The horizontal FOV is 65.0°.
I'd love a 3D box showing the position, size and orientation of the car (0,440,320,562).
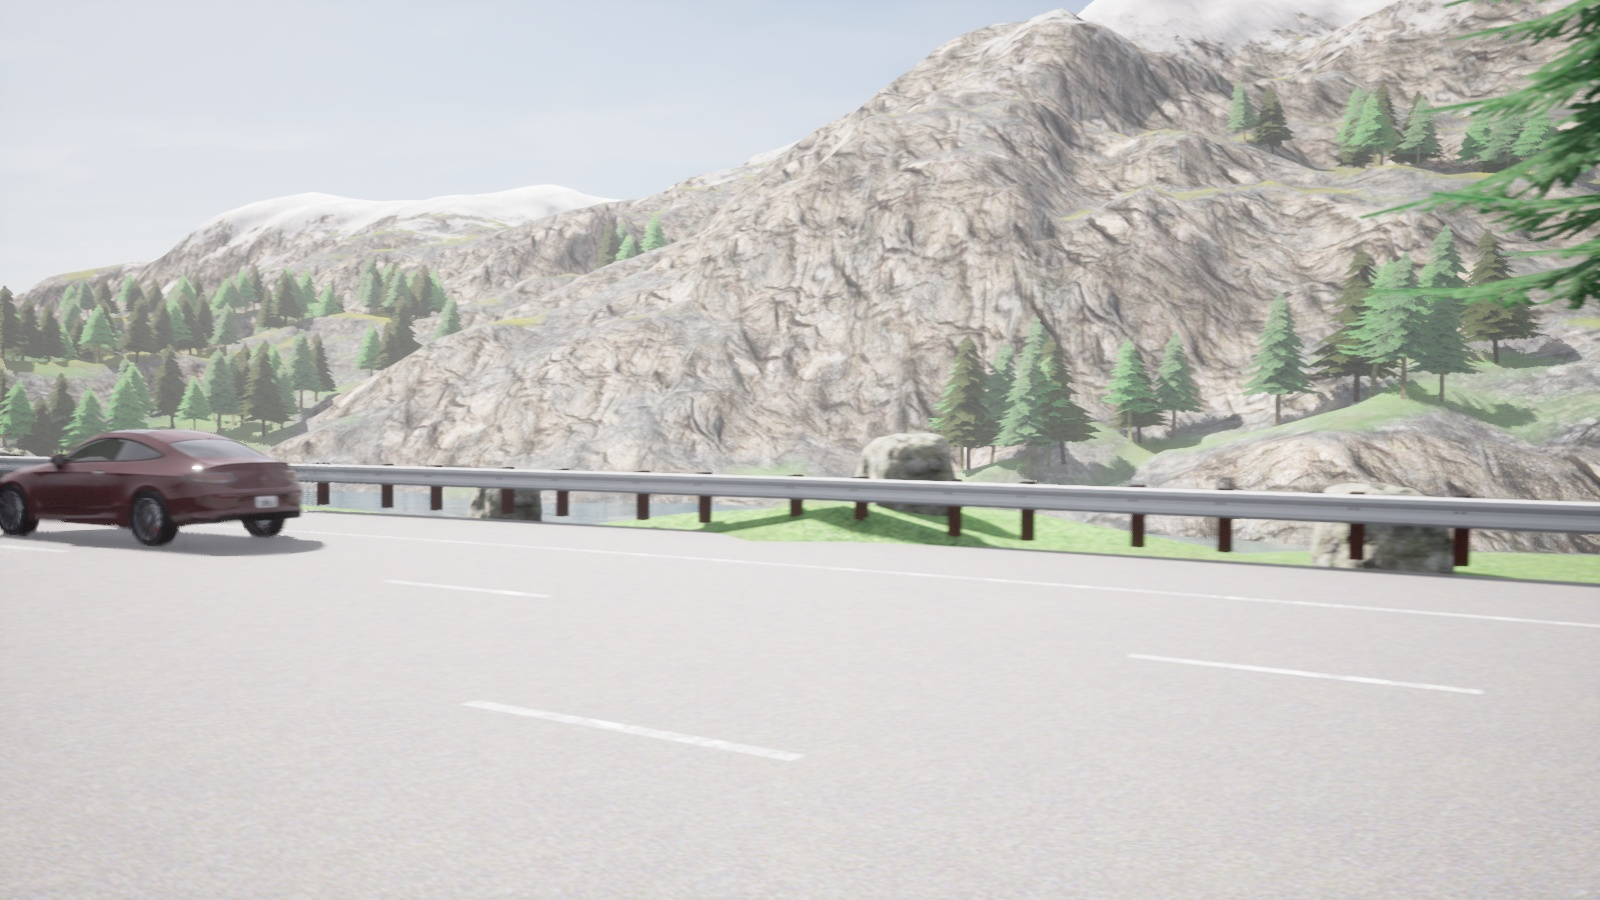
[{"bbox_3d":[-8.820,0.604,16.818,4.674,1.442,1.812,0,1,28],"label":"car"}]
